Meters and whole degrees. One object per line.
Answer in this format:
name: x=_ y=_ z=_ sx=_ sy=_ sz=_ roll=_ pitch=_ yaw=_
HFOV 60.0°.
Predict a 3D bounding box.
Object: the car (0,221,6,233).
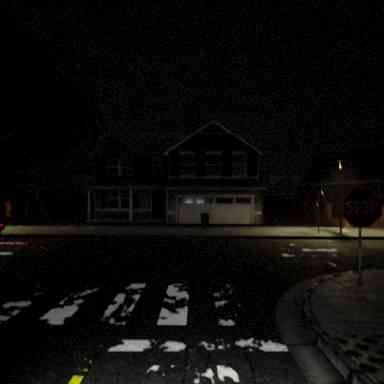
car: x=-10.940 y=1.546 z=14.434 sx=4.718 sy=1.301 sz=1.895 roll=0 pitch=0 yaw=-1
